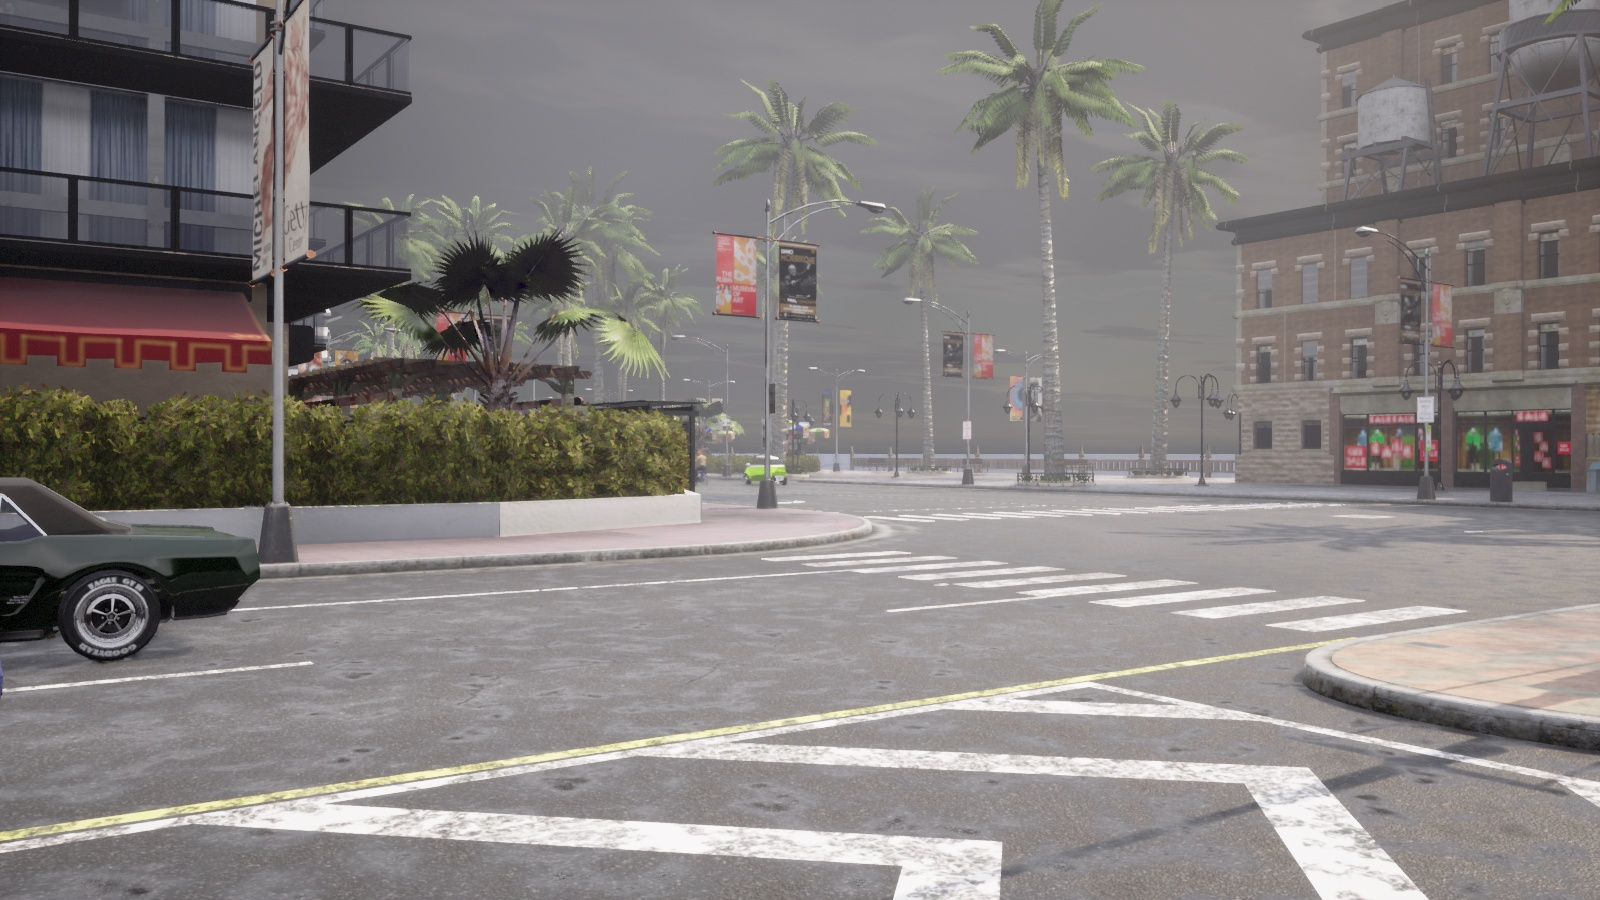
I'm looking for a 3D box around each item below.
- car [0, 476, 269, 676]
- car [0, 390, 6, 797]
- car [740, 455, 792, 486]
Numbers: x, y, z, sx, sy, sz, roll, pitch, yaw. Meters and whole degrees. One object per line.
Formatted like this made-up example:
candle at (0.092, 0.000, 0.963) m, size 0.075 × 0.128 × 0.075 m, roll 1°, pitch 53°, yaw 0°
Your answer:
car at (-6.481, 0.881, 8.894) m, size 4.718 × 1.301 × 1.895 m, roll 0°, pitch 0°, yaw -35°
car at (-5.925, 0.628, 5.020) m, size 4.553 × 1.767 × 2.097 m, roll 0°, pitch 0°, yaw -35°
car at (-1.595, 0.946, 58.345) m, size 1.481 × 1.376 × 2.207 m, roll 0°, pitch 0°, yaw -34°
